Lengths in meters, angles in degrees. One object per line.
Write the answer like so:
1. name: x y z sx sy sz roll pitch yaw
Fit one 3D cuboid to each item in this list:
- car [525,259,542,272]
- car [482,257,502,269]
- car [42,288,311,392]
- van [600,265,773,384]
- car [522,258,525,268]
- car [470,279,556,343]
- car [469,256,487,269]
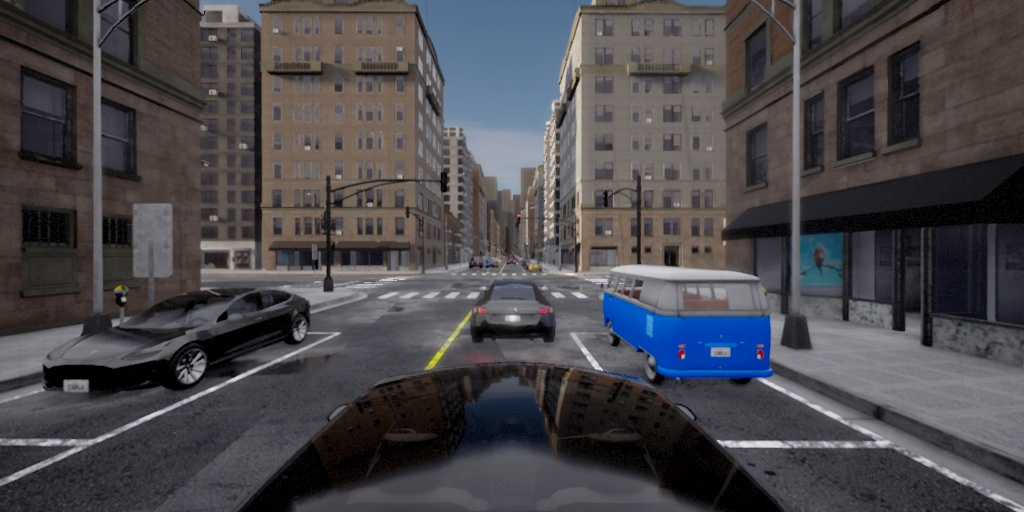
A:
1. car: 2.939 1.248 46.144 1.751 1.417 4.829 0 0 0
2. car: -3.068 1.278 55.431 1.994 1.385 4.181 0 0 0
3. car: -5.639 1.313 6.831 1.948 1.339 4.313 0 0 0
4. van: 2.886 1.088 6.784 1.690 1.789 3.998 0 0 0
5. car: 2.900 1.157 51.500 1.967 1.591 4.097 0 0 0
6. car: 0.048 1.310 9.709 1.994 1.385 4.181 0 0 1
7. car: -5.664 1.027 56.966 2.192 1.841 5.009 0 0 0
